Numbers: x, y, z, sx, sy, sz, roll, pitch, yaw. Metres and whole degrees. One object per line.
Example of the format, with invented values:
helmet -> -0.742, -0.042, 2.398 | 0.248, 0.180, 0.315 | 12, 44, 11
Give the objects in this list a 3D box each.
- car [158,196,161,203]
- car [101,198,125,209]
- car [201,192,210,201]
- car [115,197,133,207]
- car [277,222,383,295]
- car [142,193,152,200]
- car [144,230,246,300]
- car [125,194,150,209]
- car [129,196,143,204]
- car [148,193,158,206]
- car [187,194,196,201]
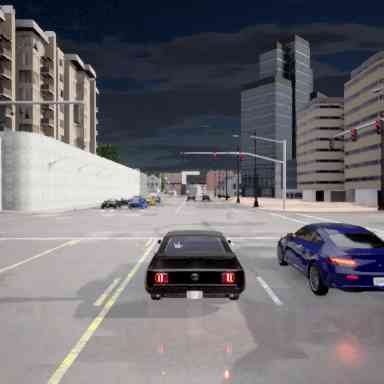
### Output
car -> -7.149, 1.424, 64.689 | 2.128, 1.511, 4.902 | 0, 0, 0
car -> -10.665, 1.530, 44.097 | 1.994, 1.385, 4.181 | 0, 0, 0
car -> 3.365, 1.385, 82.497 | 1.837, 1.490, 4.892 | 0, 0, 0
car -> -10.679, 1.556, 52.857 | 1.895, 1.301, 4.718 | 0, 0, 0
car -> 3.563, 1.508, 8.538 | 1.812, 1.442, 4.674 | 0, 0, 0
car -> -10.630, 1.059, 78.945 | 1.812, 1.442, 4.674 | 0, 0, 0
car -> 0.062, 1.591, 8.311 | 1.895, 1.301, 4.718 | 0, 0, 0
car -> -7.165, 1.436, 44.389 | 1.882, 1.535, 5.008 | 0, 0, 0
car -> -10.651, 1.446, 63.807 | 1.837, 1.490, 4.892 | 0, 0, 1
car -> -7.174, 1.424, 53.847 | 1.882, 1.535, 5.008 | 0, 0, 0
car -> -0.134, 1.248, 82.146 | 2.097, 1.767, 4.553 | 0, 0, 0
